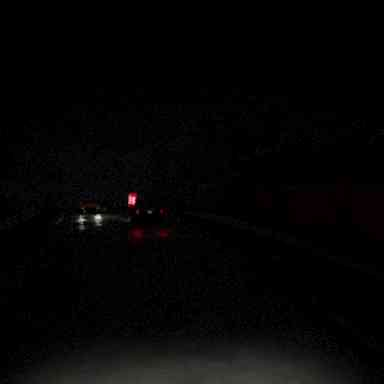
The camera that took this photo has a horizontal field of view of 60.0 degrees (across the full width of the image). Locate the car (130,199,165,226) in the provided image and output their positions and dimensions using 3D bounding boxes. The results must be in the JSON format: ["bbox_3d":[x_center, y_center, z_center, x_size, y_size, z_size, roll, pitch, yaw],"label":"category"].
[{"bbox_3d":[-3.259,1.344,23.659,2.097,1.767,4.553,0,0,-14],"label":"car"}]

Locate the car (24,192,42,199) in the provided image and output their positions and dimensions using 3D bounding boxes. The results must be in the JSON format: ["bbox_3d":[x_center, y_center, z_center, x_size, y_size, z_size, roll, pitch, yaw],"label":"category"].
[{"bbox_3d":[-33.601,0.885,69.975,2.150,2.045,5.566,0,0,-44],"label":"car"}]

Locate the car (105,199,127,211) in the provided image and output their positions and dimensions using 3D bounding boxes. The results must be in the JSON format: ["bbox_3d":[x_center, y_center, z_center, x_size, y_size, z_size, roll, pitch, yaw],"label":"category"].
[{"bbox_3d":[-9.378,1.545,40.925,2.033,1.411,5.357,0,0,-25],"label":"car"}]

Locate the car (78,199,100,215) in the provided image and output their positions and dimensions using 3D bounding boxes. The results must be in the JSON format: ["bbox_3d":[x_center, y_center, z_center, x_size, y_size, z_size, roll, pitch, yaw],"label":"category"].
[{"bbox_3d":[-10.874,1.483,35.027,1.882,1.535,5.008,0,0,-22],"label":"car"}]
